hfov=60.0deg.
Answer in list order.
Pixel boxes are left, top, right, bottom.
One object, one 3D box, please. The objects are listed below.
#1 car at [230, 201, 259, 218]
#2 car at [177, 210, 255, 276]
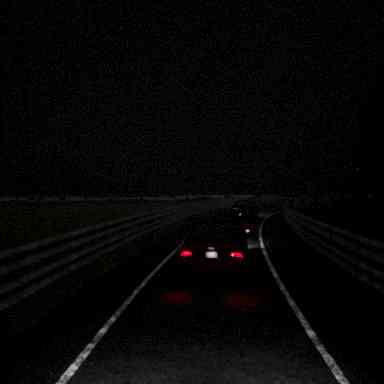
[{"bbox_3d":[4.296,1.451,26.908,2.128,1.511,4.902,0,0,17],"label":"car"},{"bbox_3d":[0.808,1.531,10.374,2.033,1.411,5.357,0,0,8],"label":"car"}]
